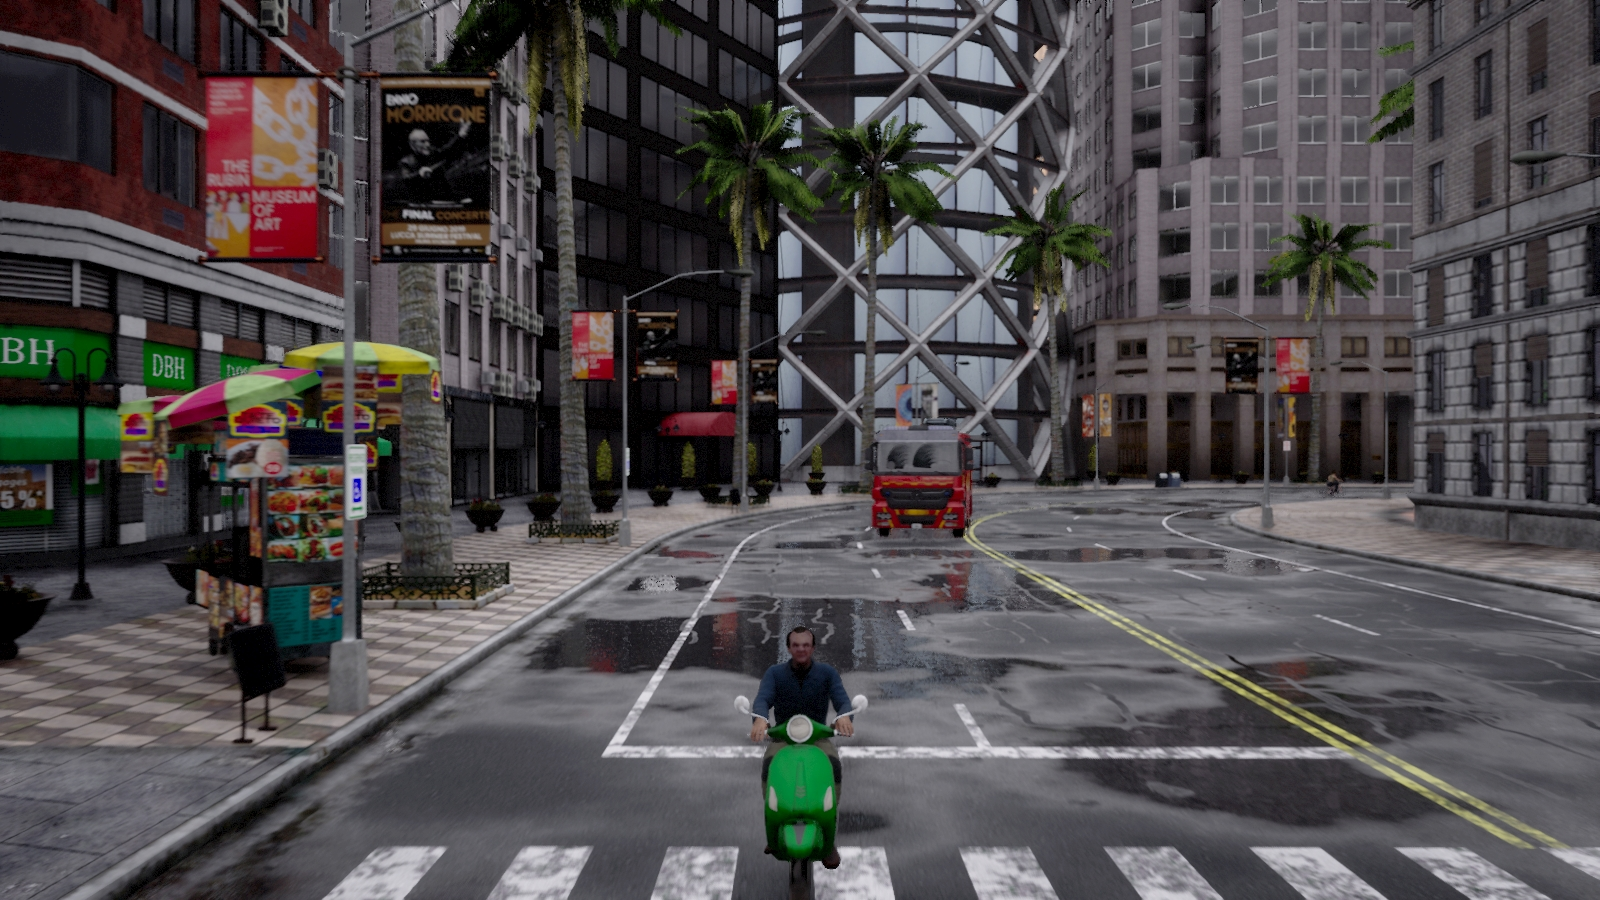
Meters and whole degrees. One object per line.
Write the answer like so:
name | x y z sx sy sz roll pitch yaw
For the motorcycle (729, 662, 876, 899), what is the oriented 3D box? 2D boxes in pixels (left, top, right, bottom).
motorcycle | 0.018 2.182 7.546 0.856 1.236 1.805 0 0 0

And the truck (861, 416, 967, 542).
truck | 4.072 0.890 39.101 2.891 3.827 8.468 0 0 10
